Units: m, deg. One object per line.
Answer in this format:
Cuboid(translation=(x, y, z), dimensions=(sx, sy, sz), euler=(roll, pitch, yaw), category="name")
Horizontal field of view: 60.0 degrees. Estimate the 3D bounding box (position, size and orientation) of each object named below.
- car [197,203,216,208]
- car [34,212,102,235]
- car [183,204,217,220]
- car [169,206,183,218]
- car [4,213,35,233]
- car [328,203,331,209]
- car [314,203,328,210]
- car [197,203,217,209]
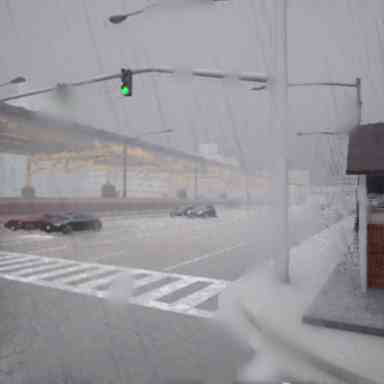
Cuboid(translation=(3.788, 3.394, 86.152), dimensions=(4.536, 1.218, 1.853), euler=(1, -2, -32), category="car")
Cuboid(translation=(-8.231, 2.124, 23.000), dimensions=(1.994, 1.385, 4.181), euler=(-1, -1, 29), category="car")
Cuboid(translation=(1.254, 2.330, 40.051), dimensions=(2.097, 1.767, 4.553), euler=(-1, -2, 29), category="car")
Cuboid(translation=(-1.114, 2.553, 42.983), dimensions=(1.837, 1.490, 4.892), euler=(-1, -2, 29), category="car")
Cuboid(translation=(-11.252, 2.202, 24.763), dimensions=(1.895, 1.301, 4.718), euler=(-1, -2, 29), category="car")
Cuboid(translation=(33.703, 3.434, 83.871), dimensions=(1.812, 1.442, 4.674), euler=(-1, -2, 29), category="car")
Cuboid(translation=(28.859, 3.434, 75.146), dimensions=(1.895, 1.301, 4.718), euler=(-1, -2, 29), category="car")
Cuboid(translation=(3.832, 3.552, 86.176), dimensions=(4.974, 1.542, 2.038), euler=(1, -2, -32), category="car")
